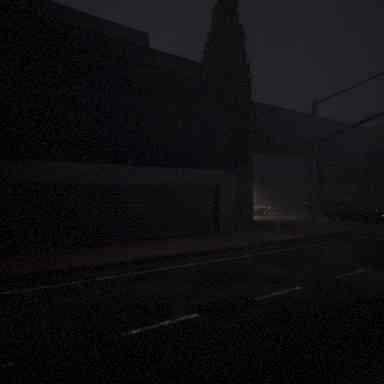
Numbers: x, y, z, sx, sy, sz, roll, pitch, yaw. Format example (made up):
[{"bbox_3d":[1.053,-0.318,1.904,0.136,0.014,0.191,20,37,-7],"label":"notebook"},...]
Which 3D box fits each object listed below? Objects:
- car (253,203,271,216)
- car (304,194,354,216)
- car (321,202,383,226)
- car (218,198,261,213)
[{"bbox_3d":[5.442,1.601,32.633,1.895,1.301,4.718,0,0,-37],"label":"car"},{"bbox_3d":[12.566,1.220,28.986,2.150,2.045,5.566,0,0,-37],"label":"car"},{"bbox_3d":[11.823,1.601,23.394,1.895,1.301,4.718,0,0,-27],"label":"car"},{"bbox_3d":[5.380,1.492,38.571,2.128,1.511,4.902,0,0,-37],"label":"car"}]
